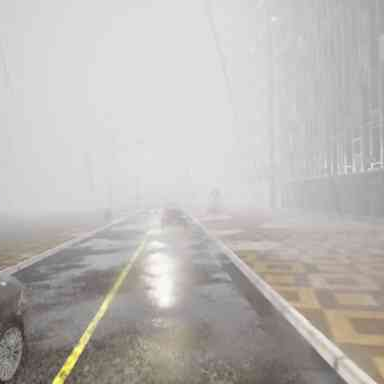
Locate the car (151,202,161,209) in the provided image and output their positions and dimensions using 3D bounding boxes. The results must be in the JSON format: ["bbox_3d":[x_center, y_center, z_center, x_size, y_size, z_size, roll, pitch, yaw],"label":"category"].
[{"bbox_3d":[-6.800,2.556,62.997,1.895,1.301,4.718,-1,-1,-4],"label":"car"}]

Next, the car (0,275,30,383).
[{"bbox_3d":[-3.064,1.592,2.673,2.128,1.511,4.902,-1,-1,-3],"label":"car"}]

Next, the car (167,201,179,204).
[{"bbox_3d":[-2.360,1.933,41.222,2.097,1.767,4.553,-1,-1,-3],"label":"car"}]

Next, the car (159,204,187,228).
[{"bbox_3d":[-1.354,1.878,25.020,1.812,1.442,4.674,-1,-1,-3],"label":"car"}]
